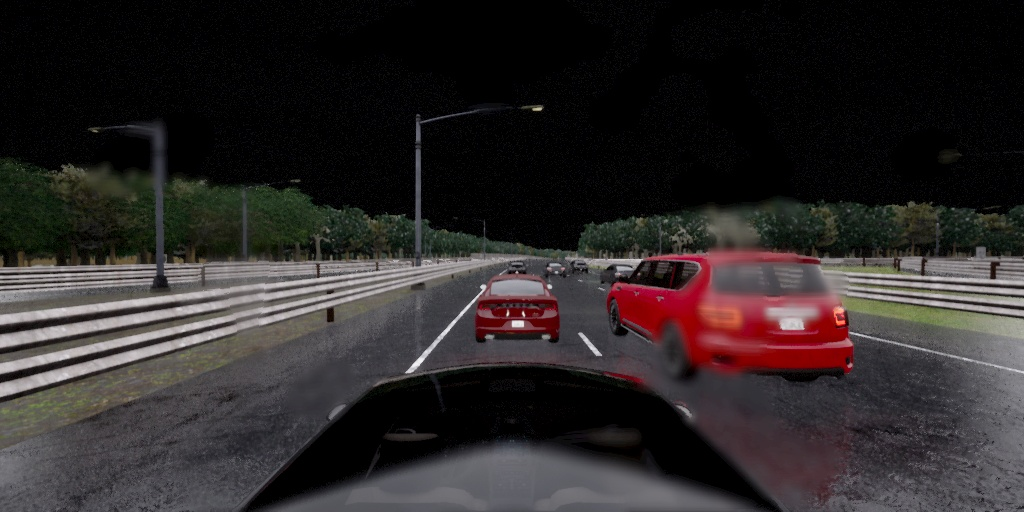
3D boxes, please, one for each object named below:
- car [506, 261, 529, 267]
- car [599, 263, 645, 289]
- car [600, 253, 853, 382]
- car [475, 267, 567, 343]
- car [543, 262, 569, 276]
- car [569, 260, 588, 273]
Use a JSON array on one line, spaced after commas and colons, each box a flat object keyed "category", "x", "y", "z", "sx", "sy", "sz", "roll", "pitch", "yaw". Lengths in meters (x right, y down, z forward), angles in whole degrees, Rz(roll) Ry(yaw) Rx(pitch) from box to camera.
[{"category": "car", "x": 0.516, "y": 1.247, "z": 34.688, "sx": 1.837, "sy": 1.490, "sz": 4.892, "roll": 0, "pitch": 0, "yaw": 1}, {"category": "car", "x": 7.231, "y": 1.270, "z": 24.101, "sx": 1.812, "sy": 1.442, "sz": 4.674, "roll": 0, "pitch": 0, "yaw": 1}, {"category": "car", "x": 3.608, "y": 0.969, "z": 7.281, "sx": 2.150, "sy": 2.045, "sz": 5.566, "roll": 0, "pitch": 0, "yaw": 0}, {"category": "car", "x": 0.120, "y": 1.224, "z": 9.720, "sx": 1.882, "sy": 1.535, "sz": 5.008, "roll": 0, "pitch": 0, "yaw": 0}, {"category": "car", "x": 3.993, "y": 1.269, "z": 33.897, "sx": 1.812, "sy": 1.442, "sz": 4.674, "roll": 0, "pitch": 0, "yaw": 2}, {"category": "car", "x": 7.753, "y": 1.250, "z": 42.276, "sx": 1.837, "sy": 1.490, "sz": 4.892, "roll": 0, "pitch": 0, "yaw": 2}]
